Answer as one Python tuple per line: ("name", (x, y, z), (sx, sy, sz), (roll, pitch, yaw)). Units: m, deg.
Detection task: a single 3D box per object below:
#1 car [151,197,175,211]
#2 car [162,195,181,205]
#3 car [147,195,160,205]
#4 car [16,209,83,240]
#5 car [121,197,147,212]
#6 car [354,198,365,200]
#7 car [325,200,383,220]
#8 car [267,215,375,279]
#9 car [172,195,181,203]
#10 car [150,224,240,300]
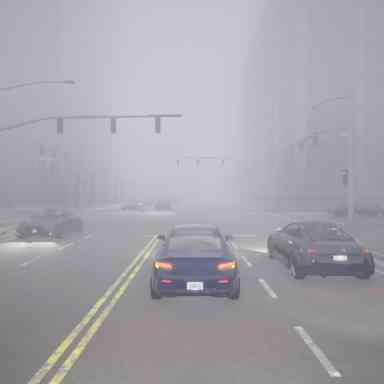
("car", (-3.507, 1.601, 41.050), (1.895, 1.301, 4.718), (0, 0, 0))
("car", (-3.454, 1.491, 57.469), (2.128, 1.511, 4.902), (0, 0, 0))
("car", (-6.968, 1.548, 54.304), (2.033, 1.411, 5.357), (0, 0, 0))
("car", (-7.063, 1.561, 16.901), (1.994, 1.385, 4.181), (0, 0, 0))
("car", (-7.011, 1.535, 39.417), (2.033, 1.411, 5.357), (0, -1, 0))
("car", (16.784, 1.422, 34.535), (5.008, 1.535, 1.882), (0, 0, 0))
("car", (13.574, 1.545, 27.221), (4.718, 1.301, 1.895), (0, 0, -1))
("car", (3.594, 1.564, 10.029), (1.994, 1.385, 4.181), (0, 0, 0))
("car", (-3.336, 1.478, 72.576), (1.882, 1.535, 5.008), (0, 0, 0))
("car", (0.078, 1.526, 8.293), (1.812, 1.442, 4.674), (0, 0, 1))
